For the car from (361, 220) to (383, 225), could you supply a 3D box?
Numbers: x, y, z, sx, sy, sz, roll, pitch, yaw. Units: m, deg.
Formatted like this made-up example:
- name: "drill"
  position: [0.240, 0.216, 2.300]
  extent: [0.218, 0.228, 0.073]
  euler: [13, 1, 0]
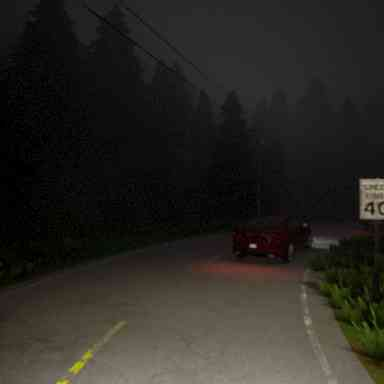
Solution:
- name: "car"
  position: [13.416, 1.751, 22.299]
  extent: [4.902, 1.511, 2.128]
  euler: [0, -1, -31]

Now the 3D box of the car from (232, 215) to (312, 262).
- name: "car"
  position: [3.261, 1.609, 12.890]
  extent: [1.882, 1.535, 5.008]
  euler: [0, 0, 31]
